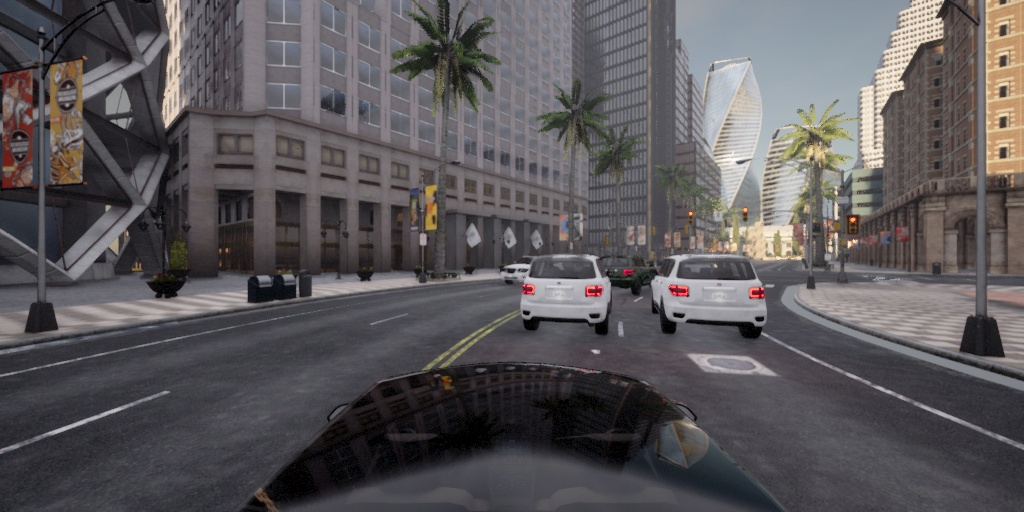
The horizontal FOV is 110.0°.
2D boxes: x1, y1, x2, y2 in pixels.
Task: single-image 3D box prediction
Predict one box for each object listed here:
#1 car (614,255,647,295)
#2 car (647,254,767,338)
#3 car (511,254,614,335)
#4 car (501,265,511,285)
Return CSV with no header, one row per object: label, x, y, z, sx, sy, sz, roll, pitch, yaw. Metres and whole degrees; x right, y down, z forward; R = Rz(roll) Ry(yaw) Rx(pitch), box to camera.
car,6.520,0.966,20.125,2.150,2.045,5.566,0,0,36
car,5.371,0.969,10.483,2.150,2.045,5.566,0,0,17
car,1.848,0.969,10.882,2.150,2.045,5.566,0,0,16
car,1.579,0.958,25.792,2.150,2.045,5.566,0,0,38
